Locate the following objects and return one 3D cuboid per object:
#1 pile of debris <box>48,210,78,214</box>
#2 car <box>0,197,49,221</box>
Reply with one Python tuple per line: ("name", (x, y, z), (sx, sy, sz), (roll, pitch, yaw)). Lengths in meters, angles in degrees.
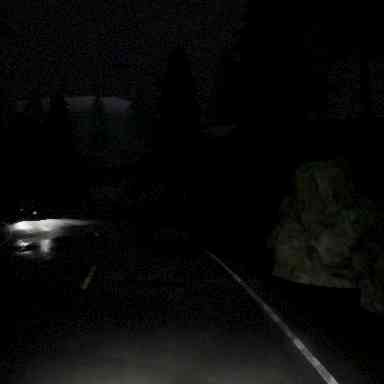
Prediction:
("pile of debris", (-10.108, 1.576, 26.128), (1.860, 0.140, 1.500), (1, 2, 42))
("car", (-11.092, 1.066, 21.921), (4.181, 1.385, 1.994), (1, 2, 45))
